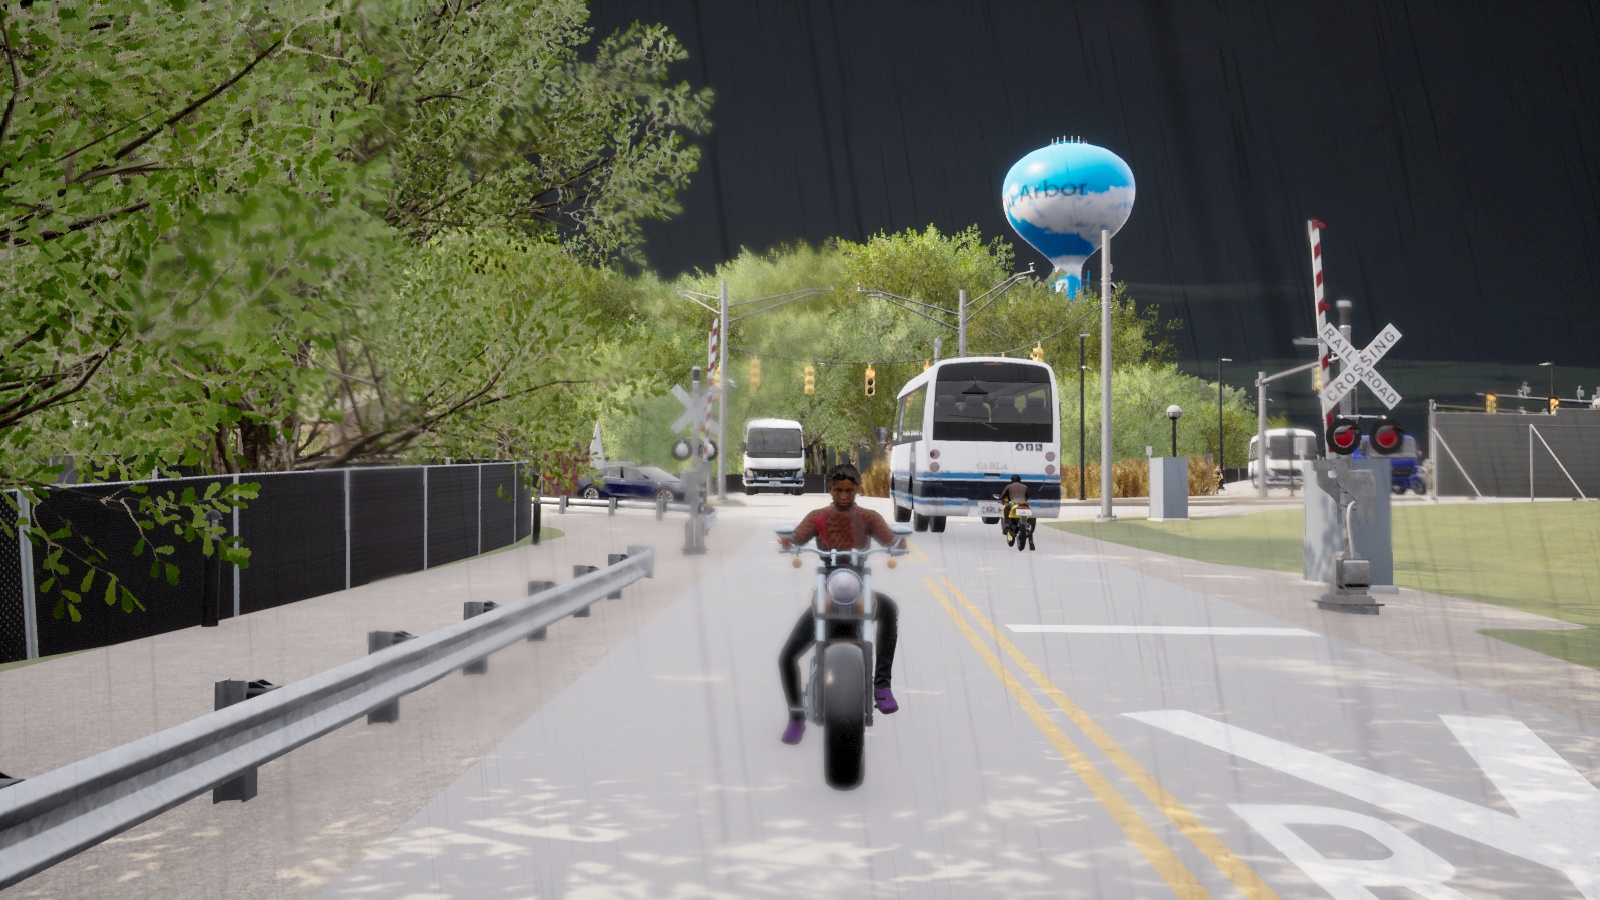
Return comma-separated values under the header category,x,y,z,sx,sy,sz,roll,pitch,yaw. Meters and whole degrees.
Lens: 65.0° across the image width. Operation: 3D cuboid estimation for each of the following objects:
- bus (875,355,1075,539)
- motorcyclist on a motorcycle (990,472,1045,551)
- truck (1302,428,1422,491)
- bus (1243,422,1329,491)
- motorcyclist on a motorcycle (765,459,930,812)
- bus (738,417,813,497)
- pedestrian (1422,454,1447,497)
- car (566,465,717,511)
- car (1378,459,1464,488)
category,x,y,z,sx,sy,sz,roll,pitch,yaw
bus,4.385,-0.010,34.388,3.944,4.253,10.273,1,-1,0
motorcyclist on a motorcycle,4.381,1.217,25.429,0.797,1.523,2.044,0,-1,1
truck,32.450,0.593,72.945,2.891,3.462,7.936,0,-1,-5
bus,33.061,0.568,85.931,3.944,4.253,10.273,0,-3,12
motorcyclist on a motorcycle,0.255,0.884,7.056,0.766,1.649,2.350,0,-1,2
bus,-1.559,0.477,71.891,3.944,4.253,10.273,0,-1,-3
pedestrian,29.243,1.164,57.876,0.659,1.952,0.873,0,-3,0
car,-5.466,1.299,43.212,4.792,1.488,2.163,0,-2,28
car,36.101,1.366,73.143,2.152,1.651,5.027,0,-1,-5
